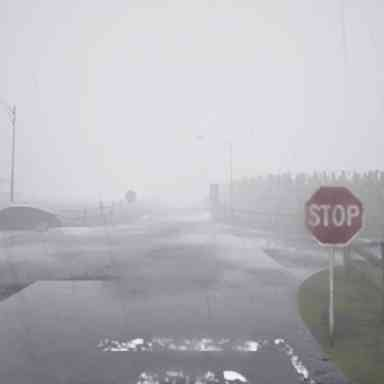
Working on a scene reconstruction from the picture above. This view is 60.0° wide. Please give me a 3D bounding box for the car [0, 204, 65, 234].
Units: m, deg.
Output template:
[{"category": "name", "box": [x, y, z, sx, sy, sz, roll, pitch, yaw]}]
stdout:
[{"category": "car", "box": [-8.967, 1.365, 16.905, 4.674, 1.442, 1.812, 1, 1, -17]}]
